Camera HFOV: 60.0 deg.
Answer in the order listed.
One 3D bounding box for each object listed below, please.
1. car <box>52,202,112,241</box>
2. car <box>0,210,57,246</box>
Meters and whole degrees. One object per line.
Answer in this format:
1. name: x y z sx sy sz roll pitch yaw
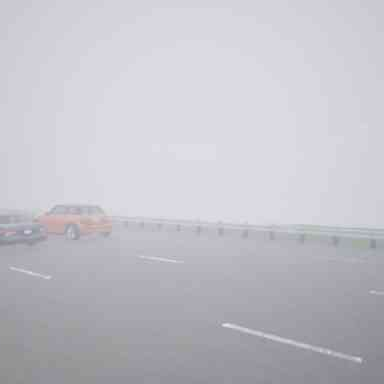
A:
1. car: -6.212 1.363 16.898 4.553 1.767 2.097 0 0 35
2. car: -8.269 1.560 14.066 5.357 1.411 2.033 0 0 35
